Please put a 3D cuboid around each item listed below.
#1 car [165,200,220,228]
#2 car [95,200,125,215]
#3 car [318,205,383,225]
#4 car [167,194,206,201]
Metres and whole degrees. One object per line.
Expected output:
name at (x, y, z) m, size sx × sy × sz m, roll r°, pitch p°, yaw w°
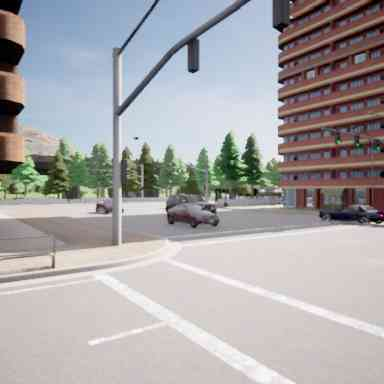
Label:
car at (-0.085, 1.537, 22.446) m, size 1.812 × 1.442 × 4.674 m, roll 0°, pitch 0°, yaw -33°
car at (-8.699, 1.537, 34.903) m, size 1.812 × 1.442 × 4.674 m, roll 0°, pitch 0°, yaw -35°
car at (11.695, 1.621, 24.170) m, size 1.895 × 1.301 × 4.718 m, roll 0°, pitch 0°, yaw -35°
car at (-0.237, 1.236, 28.837) m, size 2.150 × 2.045 × 5.566 m, roll 0°, pitch 0°, yaw -35°
